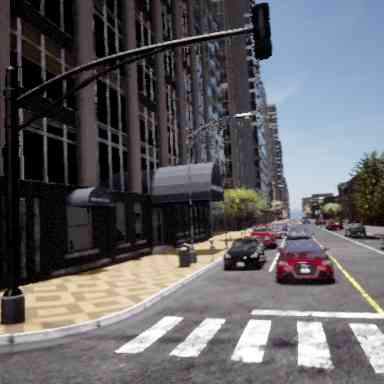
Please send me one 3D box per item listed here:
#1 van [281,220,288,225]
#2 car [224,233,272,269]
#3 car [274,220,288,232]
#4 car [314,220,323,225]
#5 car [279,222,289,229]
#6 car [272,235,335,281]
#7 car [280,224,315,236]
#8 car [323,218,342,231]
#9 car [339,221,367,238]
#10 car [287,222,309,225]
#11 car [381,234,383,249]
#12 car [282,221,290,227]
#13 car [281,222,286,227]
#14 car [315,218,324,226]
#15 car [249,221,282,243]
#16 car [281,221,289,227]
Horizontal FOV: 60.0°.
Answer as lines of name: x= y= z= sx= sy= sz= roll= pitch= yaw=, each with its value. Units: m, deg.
van: x=12.725 y=5.284 z=48.988 sx=1.690 sy=1.788 sz=3.998 roll=-5 pitch=-6 yaw=17
car: x=2.855 y=3.109 z=17.354 sx=1.947 sy=1.339 sz=4.313 roll=-5 pitch=-6 yaw=17
car: x=15.977 y=6.059 z=59.541 sx=2.192 sy=1.841 sz=5.009 roll=-5 pitch=-6 yaw=17
car: x=33.749 y=8.108 z=88.736 sx=1.947 sy=1.339 sz=4.313 roll=-5 pitch=-6 yaw=17
car: x=20.871 y=7.491 z=75.345 sx=1.887 sy=1.381 sz=4.507 roll=-5 pitch=-6 yaw=17
car: x=4.489 y=2.671 z=13.426 sx=1.994 sy=1.385 sz=4.181 roll=-4 pitch=-5 yaw=17
car: x=7.982 y=3.459 z=24.754 sx=2.128 sy=1.511 sz=4.902 roll=-4 pitch=-5 yaw=17
car: x=22.347 y=5.052 z=51.836 sx=2.192 sy=1.841 sz=5.009 roll=-5 pitch=-6 yaw=17
car: x=17.277 y=4.029 z=35.284 sx=2.008 sy=1.369 sz=4.403 roll=-5 pitch=-6 yaw=17
car: x=13.343 y=4.839 z=41.948 sx=1.994 sy=1.385 sz=4.181 roll=-4 pitch=-6 yaw=17
car: x=12.725 y=2.870 z=20.127 sx=2.008 sy=1.369 sz=4.403 roll=-5 pitch=-6 yaw=17
car: x=25.700 y=8.662 z=91.010 sx=1.752 sy=1.417 sz=4.829 roll=-5 pitch=-6 yaw=17
car: x=9.252 y=4.528 z=37.739 sx=1.967 sy=1.590 sz=4.097 roll=-5 pitch=-6 yaw=17
car: x=30.480 y=7.057 z=78.210 sx=2.192 sy=1.841 sz=5.009 roll=-5 pitch=-6 yaw=17
car: x=5.905 y=3.608 z=27.226 sx=2.192 sy=1.841 sz=5.009 roll=-5 pitch=-6 yaw=17
car: x=24.073 y=8.261 z=85.735 sx=1.752 sy=1.417 sz=4.829 roll=-5 pitch=-6 yaw=17
